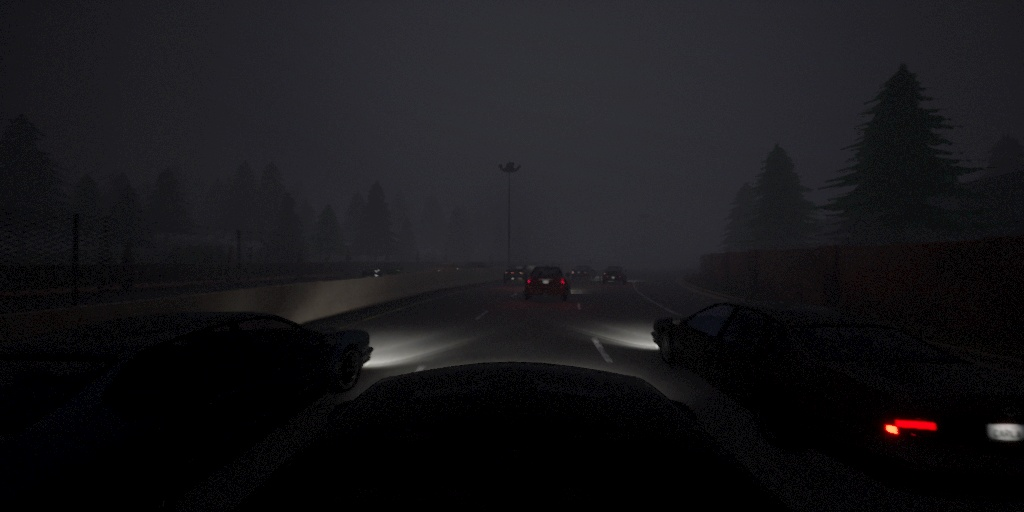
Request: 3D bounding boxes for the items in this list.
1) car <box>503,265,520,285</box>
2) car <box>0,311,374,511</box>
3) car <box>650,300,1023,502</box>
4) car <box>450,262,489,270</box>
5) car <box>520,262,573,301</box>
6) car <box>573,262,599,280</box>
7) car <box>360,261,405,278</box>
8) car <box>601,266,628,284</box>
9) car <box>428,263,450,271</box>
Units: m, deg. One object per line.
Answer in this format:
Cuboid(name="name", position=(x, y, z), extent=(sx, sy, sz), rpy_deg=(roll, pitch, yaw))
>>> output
Cuboid(name="car", position=(0.737, 1.486, 28.486), extent=(2.128, 1.511, 4.902), rpy_deg=(0, -1, 17))
Cuboid(name="car", position=(-3.317, 1.294, 3.677), extent=(2.033, 1.411, 5.357), rpy_deg=(0, 0, 1))
Cuboid(name="car", position=(3.725, 1.352, 5.120), extent=(2.033, 1.411, 5.357), rpy_deg=(0, 0, 3))
Cuboid(name="car", position=(-4.032, 1.391, 36.825), extent=(2.097, 1.767, 4.553), rpy_deg=(0, -1, 21))
Cuboid(name="car", position=(1.973, 1.269, 18.916), extent=(2.097, 1.767, 4.553), rpy_deg=(0, -1, 11))
Cuboid(name="car", position=(7.453, 1.661, 37.027), extent=(2.033, 1.411, 5.357), rpy_deg=(0, -1, 23))
Cuboid(name="car", position=(-12.291, 1.316, 34.275), extent=(2.097, 1.767, 4.553), rpy_deg=(0, -1, 18))
Cuboid(name="car", position=(8.898, 1.594, 31.006), extent=(1.812, 1.442, 4.674), rpy_deg=(0, -1, 19))
Cuboid(name="car", position=(-7.113, 1.513, 38.584), extent=(1.882, 1.535, 5.008), rpy_deg=(0, -1, 22))
